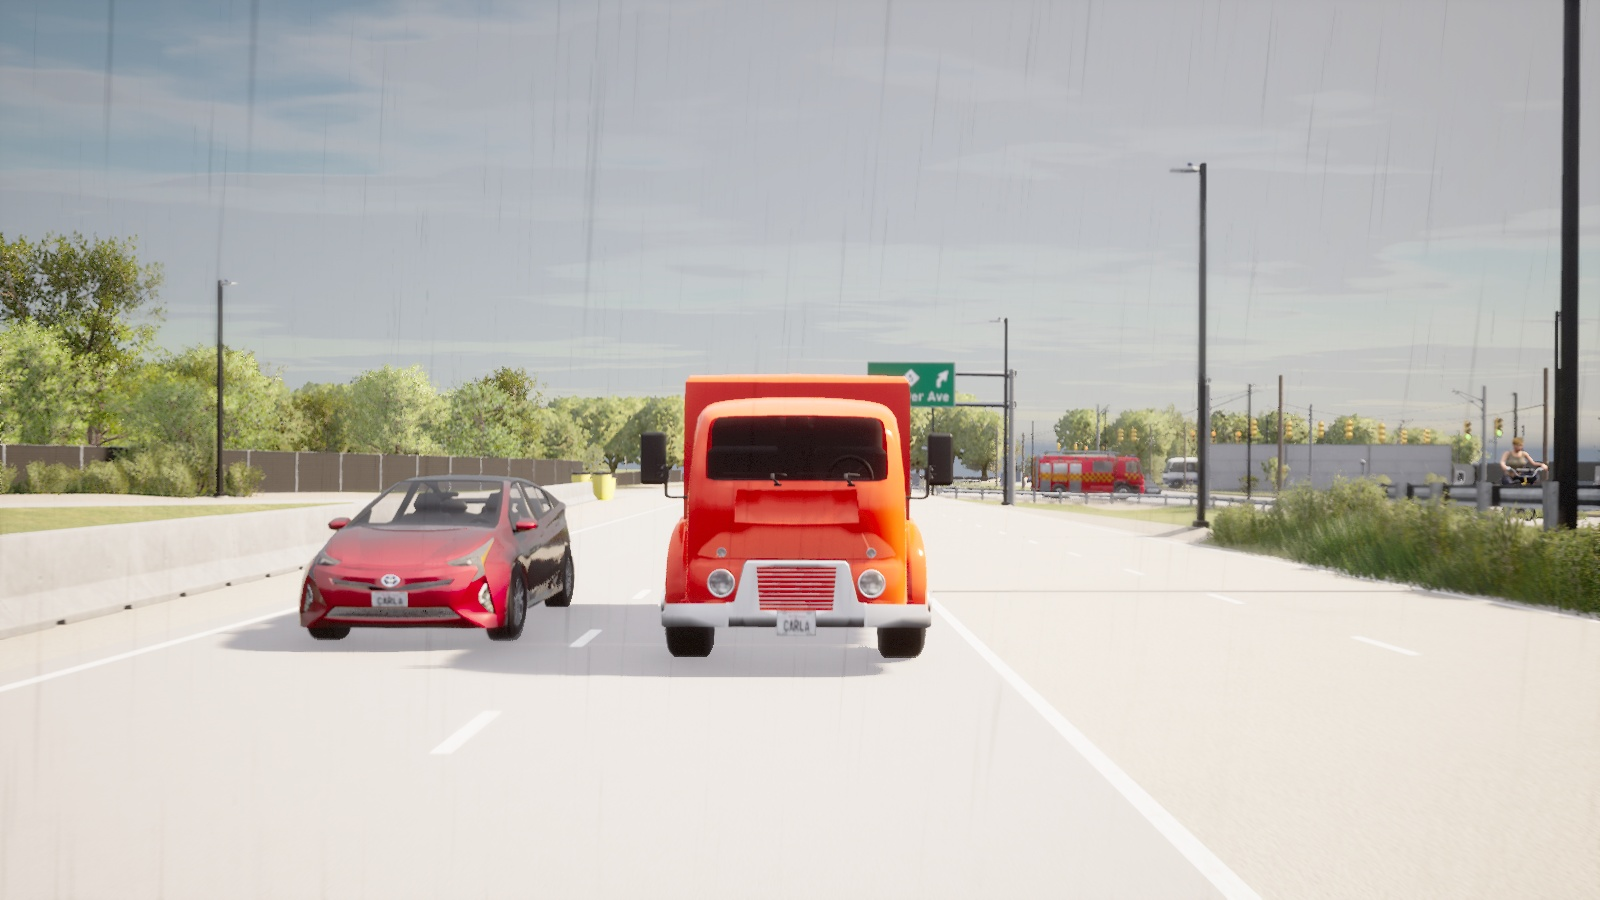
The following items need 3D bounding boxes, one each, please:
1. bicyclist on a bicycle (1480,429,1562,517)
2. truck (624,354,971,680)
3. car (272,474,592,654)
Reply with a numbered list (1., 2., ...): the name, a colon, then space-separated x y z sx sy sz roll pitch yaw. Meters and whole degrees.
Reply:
1. bicyclist on a bicycle: 13.663 0.453 23.841 0.866 1.612 1.509 1 -2 10
2. truck: -0.030 0.558 12.146 2.627 2.467 5.204 0 -1 0
3. car: -3.531 1.020 13.030 2.007 1.525 4.514 0 -1 0
